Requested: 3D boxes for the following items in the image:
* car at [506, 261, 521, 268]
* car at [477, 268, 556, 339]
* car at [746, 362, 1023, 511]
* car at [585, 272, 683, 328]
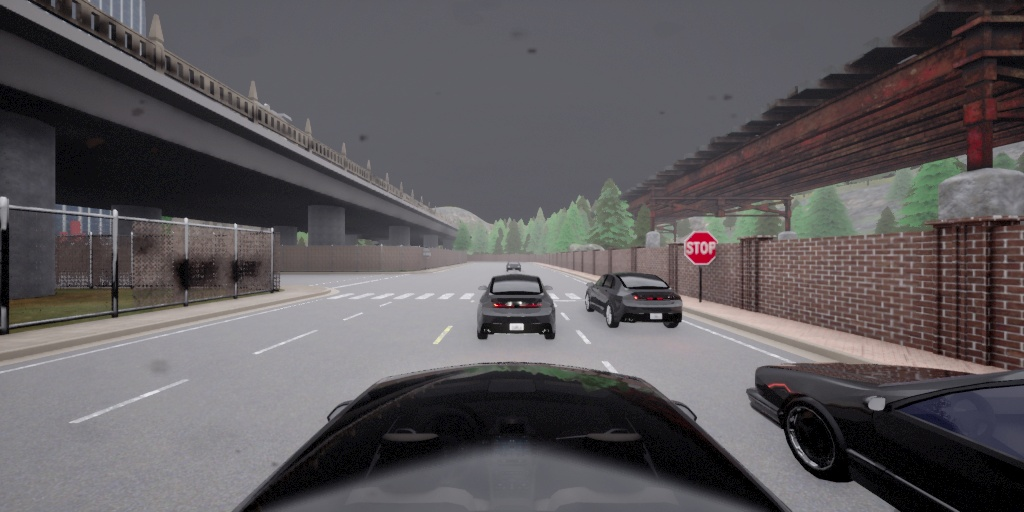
[{"bbox_3d":[0.203,1.351,46.293,1.895,1.301,4.718,0,0,-1],"label":"car"},{"bbox_3d":[0.102,1.255,10.009,1.837,1.490,4.892,0,0,0],"label":"car"},{"bbox_3d":[3.600,1.297,1.620,2.033,1.411,5.357,0,0,0],"label":"car"},{"bbox_3d":[3.604,1.255,11.366,1.837,1.490,4.892,0,0,0],"label":"car"}]
